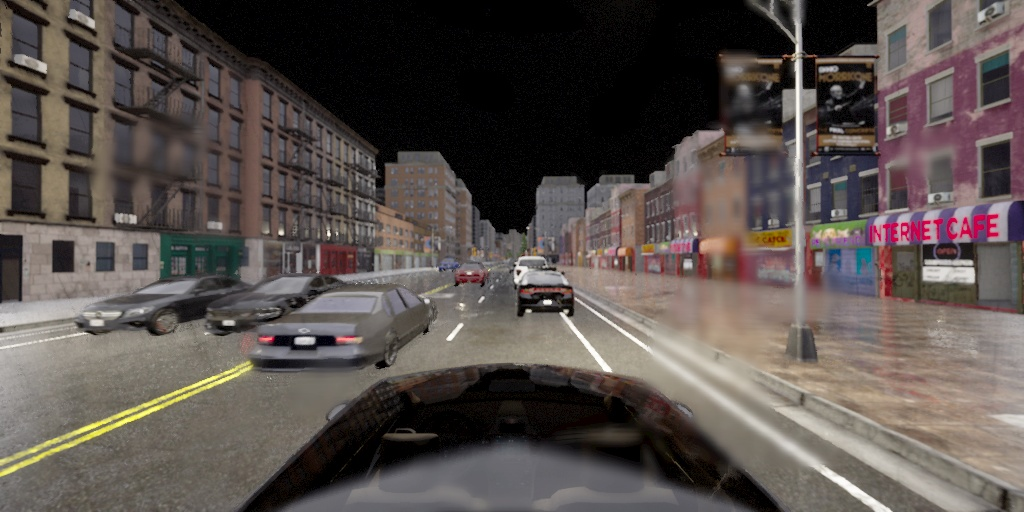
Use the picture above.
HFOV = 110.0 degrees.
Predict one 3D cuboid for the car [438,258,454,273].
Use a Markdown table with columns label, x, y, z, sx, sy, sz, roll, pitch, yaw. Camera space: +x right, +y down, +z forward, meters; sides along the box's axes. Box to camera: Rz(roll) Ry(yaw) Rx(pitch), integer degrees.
| label | x | y | z | sx | sy | sz | roll | pitch | yaw |
| --- | --- | --- | --- | --- | --- | --- | --- | --- | --- |
| car | -9.271 | 1.354 | 52.741 | 2.150 | 2.045 | 5.566 | 0 | -1 | 1 |

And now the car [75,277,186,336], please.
| label | x | y | z | sx | sy | sz | roll | pitch | yaw |
| --- | --- | --- | --- | --- | --- | --- | --- | --- | --- |
| car | -9.731 | 1.324 | 10.758 | 1.812 | 1.442 | 4.674 | 0 | 0 | 1 |

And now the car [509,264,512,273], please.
| label | x | y | z | sx | sy | sz | roll | pitch | yaw |
| --- | --- | --- | --- | --- | --- | --- | --- | --- | --- |
| car | 0.555 | 1.642 | 49.567 | 2.033 | 1.411 | 5.357 | 0 | -1 | 1 |

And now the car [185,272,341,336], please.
| label | x | y | z | sx | sy | sz | roll | pitch | yaw |
| --- | --- | --- | --- | --- | --- | --- | --- | --- | --- |
| car | -6.481 | 1.274 | 10.738 | 1.882 | 1.535 | 5.008 | 0 | 0 | 1 |

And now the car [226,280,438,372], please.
| label | x | y | z | sx | sy | sz | roll | pitch | yaw |
| --- | --- | --- | --- | --- | --- | --- | --- | --- | --- |
| car | -3.064 | 1.328 | 7.863 | 2.033 | 1.411 | 5.357 | 0 | 0 | 1 |

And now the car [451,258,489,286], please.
| label | x | y | z | sx | sy | sz | roll | pitch | yaw |
| --- | --- | --- | --- | --- | --- | --- | --- | --- | --- |
| car | -2.863 | 1.231 | 26.426 | 2.097 | 1.767 | 4.553 | 0 | 0 | 1 |

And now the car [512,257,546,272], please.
| label | x | y | z | sx | sy | sz | roll | pitch | yaw |
| --- | --- | --- | --- | --- | --- | --- | --- | --- | --- |
| car | 1.232 | 1.080 | 23.513 | 2.150 | 2.045 | 5.566 | 0 | 0 | 1 |

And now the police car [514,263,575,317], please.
| label | x | y | z | sx | sy | sz | roll | pitch | yaw |
| --- | --- | --- | --- | --- | --- | --- | --- | --- | --- |
| police car | 1.124 | 1.228 | 13.591 | 1.930 | 1.638 | 5.238 | 0 | 0 | 1 |
